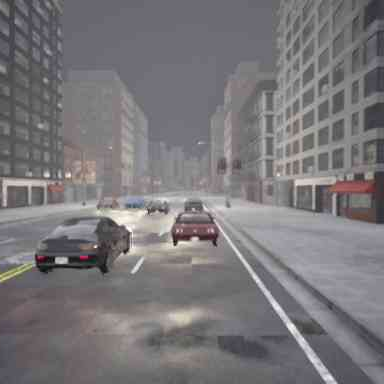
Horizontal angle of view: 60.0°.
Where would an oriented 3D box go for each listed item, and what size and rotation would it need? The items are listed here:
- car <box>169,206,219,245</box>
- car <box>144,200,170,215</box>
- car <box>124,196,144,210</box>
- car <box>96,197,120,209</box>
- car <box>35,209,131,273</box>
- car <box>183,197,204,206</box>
[{"bbox_3d":[0.117,1.517,15.101,1.895,1.301,4.718,0,0,0],"label":"car"},{"bbox_3d":[-3.095,1.420,31.643,1.895,1.301,4.718,0,0,0],"label":"car"},{"bbox_3d":[-6.524,1.254,38.591,1.882,1.535,5.008,0,0,0],"label":"car"},{"bbox_3d":[-9.773,1.298,38.992,1.812,1.442,4.674,0,0,0],"label":"car"},{"bbox_3d":[-3.132,1.468,10.292,1.812,1.442,4.674,0,0,0],"label":"car"},{"bbox_3d":[0.155,1.317,33.024,1.837,1.490,4.892,0,0,0],"label":"car"}]
